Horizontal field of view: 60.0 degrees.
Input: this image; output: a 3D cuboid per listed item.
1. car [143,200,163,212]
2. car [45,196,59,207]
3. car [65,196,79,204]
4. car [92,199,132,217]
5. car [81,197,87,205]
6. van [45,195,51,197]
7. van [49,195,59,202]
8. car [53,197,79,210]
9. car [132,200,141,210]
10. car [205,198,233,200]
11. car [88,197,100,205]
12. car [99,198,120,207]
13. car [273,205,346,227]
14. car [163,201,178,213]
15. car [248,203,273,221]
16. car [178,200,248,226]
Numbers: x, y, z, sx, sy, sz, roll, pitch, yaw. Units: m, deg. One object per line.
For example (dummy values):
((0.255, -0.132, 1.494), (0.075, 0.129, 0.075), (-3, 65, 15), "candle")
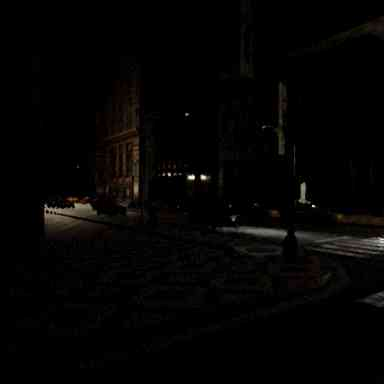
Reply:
((-4.338, 1.707, 42.446), (1.752, 1.417, 4.829), (0, 0, -35), "car")
((-20.877, 1.754, 51.124), (1.802, 1.307, 4.206), (0, 0, -35), "car")
((-26.818, 1.738, 74.366), (1.967, 1.590, 4.097), (0, 0, -35), "car")
((-7.974, 1.653, 32.804), (1.887, 1.381, 4.507), (0, 0, -35), "car")
((-20.367, 1.704, 65.206), (1.967, 1.590, 4.097), (0, 0, -35), "car")
((-27.328, 1.547, 60.286), (1.690, 1.788, 3.998), (0, 0, -35), "van")
((-36.495, 1.692, 88.106), (1.690, 1.788, 3.998), (0, 0, -35), "van")
((-17.652, 1.738, 46.544), (1.802, 1.307, 4.206), (0, 0, -35), "car")
((-7.466, 1.748, 46.886), (2.008, 1.369, 4.403), (0, 0, -35), "car")
((2.211, 1.466, 33.147), (2.192, 1.841, 5.009), (0, 0, -35), "car")
((-11.141, 1.659, 41.979), (1.837, 1.490, 4.892), (0, -1, -35), "car")
((-13.916, 1.796, 56.046), (1.947, 1.339, 4.313), (0, 0, -35), "car")
((8.564, 1.646, 24.126), (1.752, 1.417, 4.829), (0, 0, -35), "car")
((-1.015, 1.711, 37.726), (1.887, 1.381, 4.507), (0, 0, -35), "car")
((5.339, 1.661, 28.706), (1.752, 1.417, 4.829), (0, 0, -35), "car")
((1.371, 1.584, 24.166), (2.128, 1.511, 4.902), (0, 0, -35), "car")
